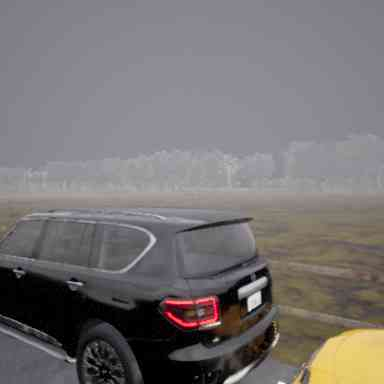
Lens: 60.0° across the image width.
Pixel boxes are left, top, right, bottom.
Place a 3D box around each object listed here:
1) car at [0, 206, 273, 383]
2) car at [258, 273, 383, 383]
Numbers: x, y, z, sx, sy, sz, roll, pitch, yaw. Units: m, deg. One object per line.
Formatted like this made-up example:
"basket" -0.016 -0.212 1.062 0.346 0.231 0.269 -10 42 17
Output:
"car" -1.527 1.234 5.055 5.566 2.045 2.150 0 0 36
"car" 3.220 1.464 1.652 5.366 1.575 1.801 0 0 36
